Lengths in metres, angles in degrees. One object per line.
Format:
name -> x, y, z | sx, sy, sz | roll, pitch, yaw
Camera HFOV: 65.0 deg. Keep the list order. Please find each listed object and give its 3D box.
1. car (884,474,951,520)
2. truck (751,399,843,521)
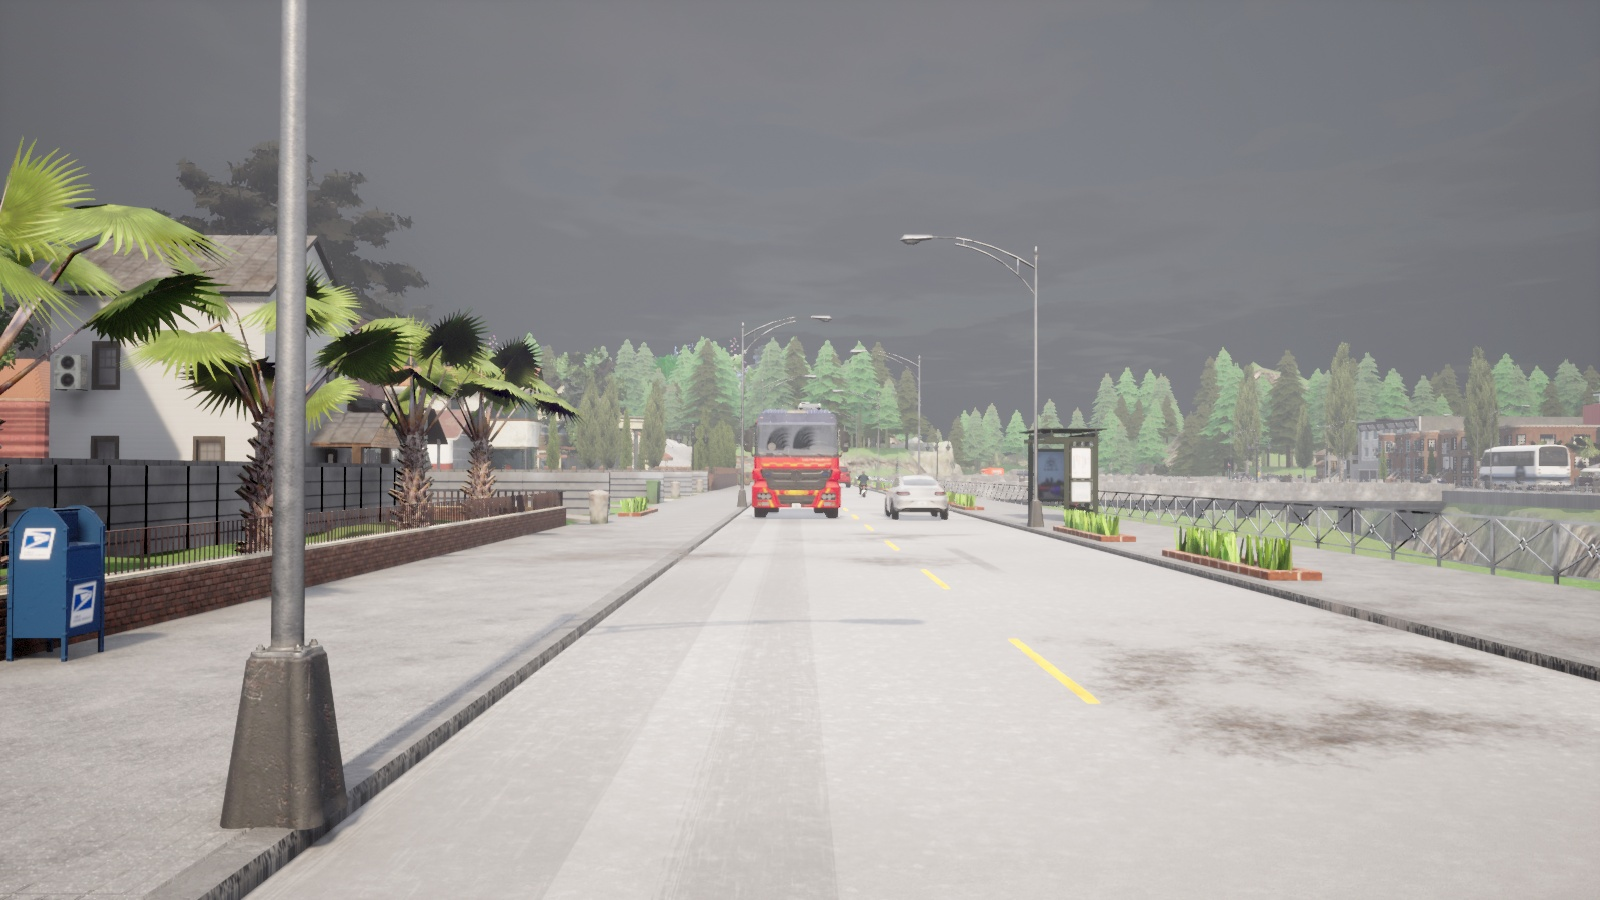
car -> 3.893, 1.533, 42.263 | 1.812, 1.442, 4.674 | 0, -1, 0
truck -> -0.116, 0.383, 43.766 | 2.891, 3.827, 8.468 | 0, -1, 0
